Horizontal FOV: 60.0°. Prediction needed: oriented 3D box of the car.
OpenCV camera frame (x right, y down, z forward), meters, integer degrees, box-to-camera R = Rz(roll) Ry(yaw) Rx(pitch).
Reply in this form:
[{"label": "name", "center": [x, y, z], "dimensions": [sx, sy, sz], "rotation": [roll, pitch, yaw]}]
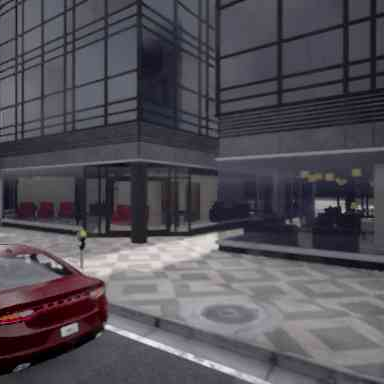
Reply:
[{"label": "car", "center": [-3.292, 1.512, 5.312], "dimensions": [4.507, 1.381, 1.887], "rotation": [0, 0, 35]}]
